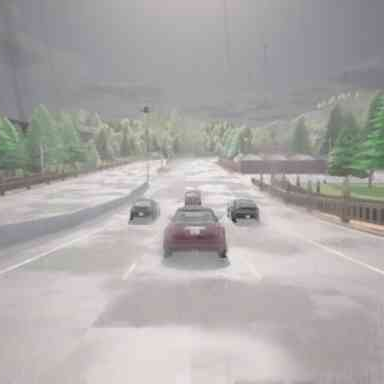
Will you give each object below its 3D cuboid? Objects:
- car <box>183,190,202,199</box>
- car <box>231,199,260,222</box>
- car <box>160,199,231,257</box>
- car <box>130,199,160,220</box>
[{"bbox_3d":[0.080,0.550,34.583,2.033,1.411,5.357,0,5,0],"label":"car"},{"bbox_3d":[3.597,1.230,23.799,1.837,1.490,4.892,0,2,0],"label":"car"},{"bbox_3d":[0.098,1.308,12.868,2.097,1.767,4.553,0,0,0],"label":"car"},{"bbox_3d":[-3.403,1.211,24.620,1.812,1.442,4.674,0,3,0],"label":"car"}]
